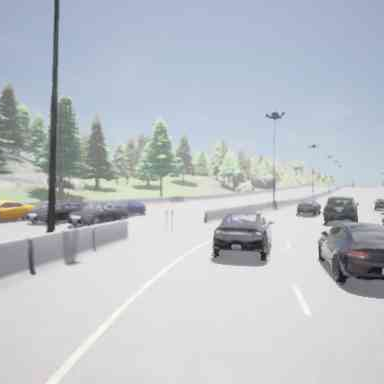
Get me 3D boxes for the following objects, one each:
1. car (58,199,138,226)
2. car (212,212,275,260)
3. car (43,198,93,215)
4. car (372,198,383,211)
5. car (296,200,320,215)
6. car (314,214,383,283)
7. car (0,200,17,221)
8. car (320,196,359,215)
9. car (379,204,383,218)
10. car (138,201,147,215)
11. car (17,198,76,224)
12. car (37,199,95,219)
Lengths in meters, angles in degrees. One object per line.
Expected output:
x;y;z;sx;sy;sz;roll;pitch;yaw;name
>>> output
-6.025;1.442;22.046;2.128;1.511;4.902;1;0;23;car
2.056;1.524;12.775;2.128;1.511;4.902;1;0;16;car
-12.272;1.373;33.261;1.812;1.442;4.674;1;1;28;car
23.954;1.561;41.835;1.837;1.490;4.892;1;1;28;car
11.954;1.561;34.001;2.128;1.511;4.902;1;1;28;car
4.821;1.598;9.516;1.812;1.442;4.674;1;0;12;car
-13.219;1.328;22.948;1.882;1.535;5.008;1;0;21;car
11.472;1.357;25.531;2.150;2.045;5.566;1;1;28;car
12.510;1.702;19.933;1.812;1.442;4.674;1;0;27;car
-5.958;1.455;30.244;1.812;1.442;4.674;1;1;28;car
-9.255;1.398;23.393;2.128;1.511;4.902;1;0;23;car
-10.691;1.408;28.596;1.812;1.442;4.674;1;0;26;car
